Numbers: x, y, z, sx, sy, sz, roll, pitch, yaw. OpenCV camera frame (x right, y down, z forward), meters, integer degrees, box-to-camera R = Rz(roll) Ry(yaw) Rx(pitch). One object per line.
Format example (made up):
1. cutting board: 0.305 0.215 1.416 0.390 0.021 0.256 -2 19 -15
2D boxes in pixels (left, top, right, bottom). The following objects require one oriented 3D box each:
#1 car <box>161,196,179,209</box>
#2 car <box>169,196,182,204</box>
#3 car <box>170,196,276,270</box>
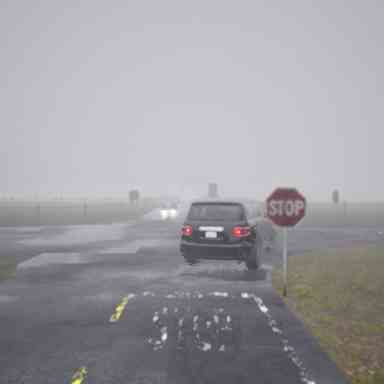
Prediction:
1. car: -2.849 1.388 42.380 2.128 1.511 4.902 0 0 0
2. car: -2.810 1.376 58.785 2.033 1.411 5.357 0 0 1
3. car: 1.430 1.210 11.340 2.150 2.045 5.566 -1 0 20
